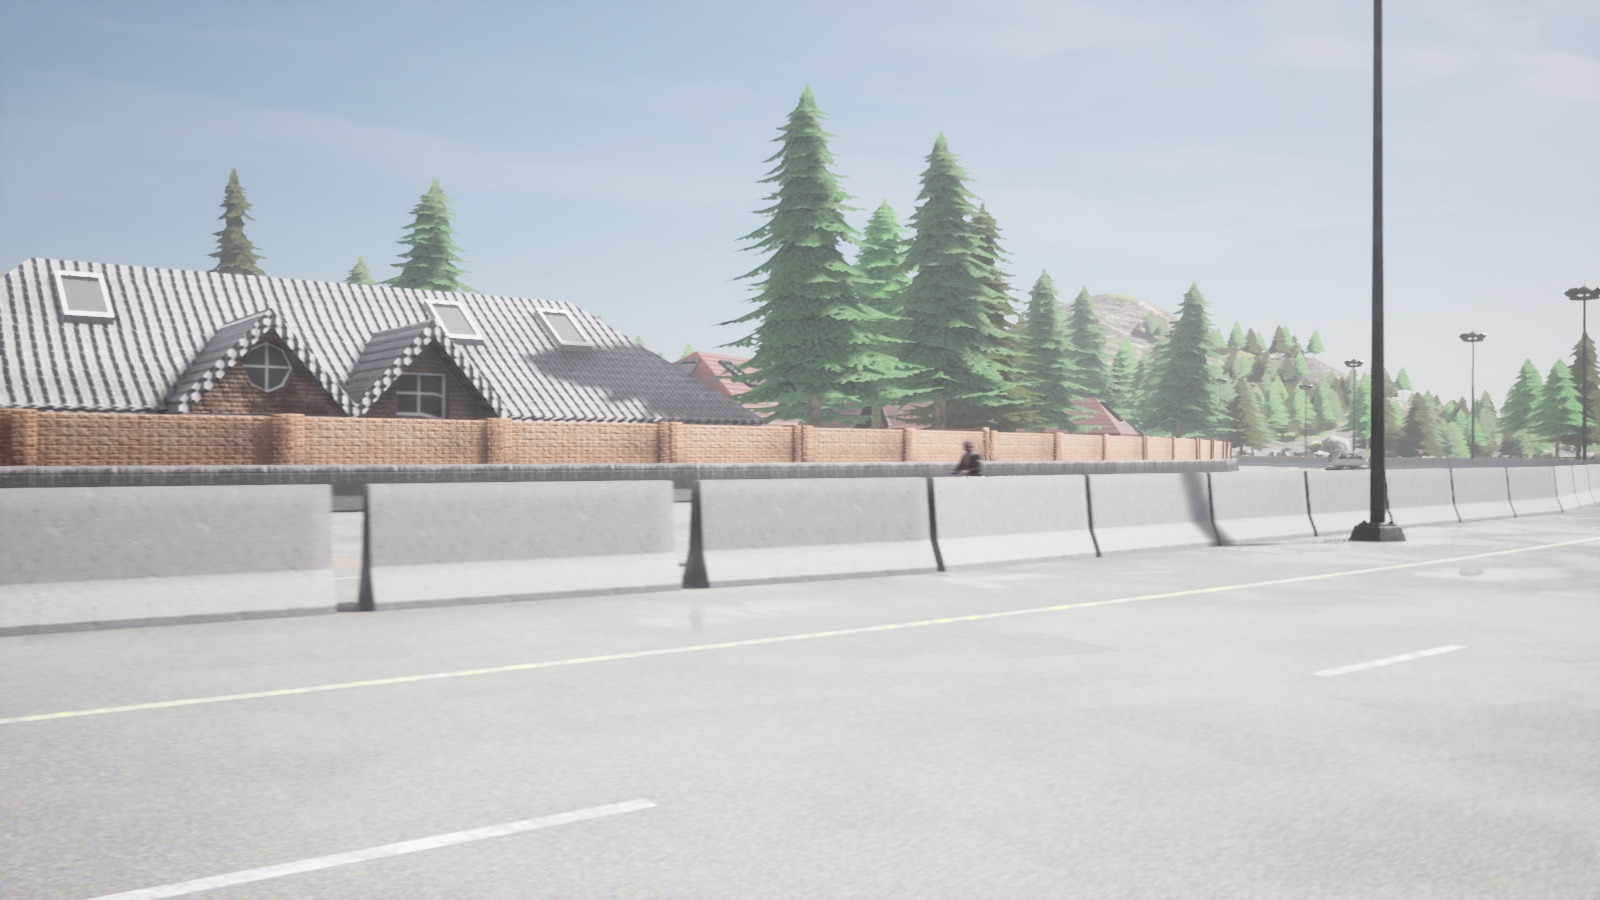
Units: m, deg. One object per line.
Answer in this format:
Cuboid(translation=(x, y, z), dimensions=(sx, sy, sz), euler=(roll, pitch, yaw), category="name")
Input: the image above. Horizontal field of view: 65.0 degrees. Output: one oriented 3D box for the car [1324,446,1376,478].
Cuboid(translation=(30.074, 0.640, 68.555), dimensions=(2.152, 1.651, 5.027), euler=(0, 0, 29), category="car")
